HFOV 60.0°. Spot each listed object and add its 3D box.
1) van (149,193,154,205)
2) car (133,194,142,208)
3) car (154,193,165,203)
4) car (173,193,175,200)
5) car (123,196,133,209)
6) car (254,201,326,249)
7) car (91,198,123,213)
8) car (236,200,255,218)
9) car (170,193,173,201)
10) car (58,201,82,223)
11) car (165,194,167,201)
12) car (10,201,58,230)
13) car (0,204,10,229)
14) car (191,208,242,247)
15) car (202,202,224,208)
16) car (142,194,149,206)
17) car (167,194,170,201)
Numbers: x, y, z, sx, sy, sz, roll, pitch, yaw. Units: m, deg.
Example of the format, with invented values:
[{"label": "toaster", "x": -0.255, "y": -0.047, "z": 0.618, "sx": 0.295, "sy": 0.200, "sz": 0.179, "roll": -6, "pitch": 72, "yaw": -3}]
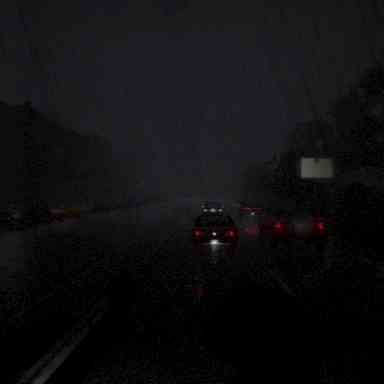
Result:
[{"label": "van", "x": -8.575, "y": 1.314, "z": 59.395, "sx": 1.878, "sy": 1.987, "sz": 4.442, "roll": 0, "pitch": 0, "yaw": 3}, {"label": "car", "x": -9.191, "y": 1.402, "z": 48.510, "sx": 2.185, "sy": 1.767, "sz": 4.553, "roll": 0, "pitch": 0, "yaw": 3}, {"label": "car", "x": -7.938, "y": 1.302, "z": 70.641, "sx": 2.435, "sy": 2.045, "sz": 5.566, "roll": 0, "pitch": 0, "yaw": 3}, {"label": "car", "x": -6.691, "y": 1.454, "z": 92.641, "sx": 2.185, "sy": 1.767, "sz": 4.553, "roll": 0, "pitch": 0, "yaw": 3}, {"label": "car", "x": -9.498, "y": 1.561, "z": 43.090, "sx": 2.002, "sy": 1.452, "sz": 4.674, "roll": 0, "pitch": 0, "yaw": 3}, {"label": "car", "x": 4.240, "y": 1.366, "z": 14.751, "sx": 2.097, "sy": 1.767, "sz": 4.553, "roll": 0, "pitch": 0, "yaw": 3}, {"label": "car", "x": -9.810, "y": 1.515, "z": 37.578, "sx": 2.231, "sy": 1.521, "sz": 4.892, "roll": 0, "pitch": 0, "yaw": 3}, {"label": "car", "x": 5.132, "y": 1.531, "z": 29.783, "sx": 1.837, "sy": 1.490, "sz": 4.892, "roll": 0, "pitch": 0, "yaw": 3}, {"label": "car", "x": -7.004, "y": 1.447, "z": 87.124, "sx": 2.185, "sy": 1.767, "sz": 4.553, "roll": 0, "pitch": 0, "yaw": 3}, {"label": "car", "x": -10.445, "y": 1.498, "z": 26.354, "sx": 1.946, "sy": 1.575, "sz": 5.366, "roll": 0, "pitch": 0, "yaw": 3}, {"label": "car", "x": -7.630, "y": 1.560, "z": 76.065, "sx": 2.097, "sy": 1.535, "sz": 5.008, "roll": 0, "pitch": 0, "yaw": 3}, {"label": "car", "x": -10.748, "y": 1.369, "z": 21.053, "sx": 2.185, "sy": 1.767, "sz": 4.553, "roll": 0, "pitch": 0, "yaw": 3}, {"label": "car", "x": -11.070, "y": 1.485, "z": 15.319, "sx": 1.946, "sy": 1.575, "sz": 5.366, "roll": 0, "pitch": 0, "yaw": 3}, {"label": "car", "x": 1.000, "y": 1.627, "z": 15.005, "sx": 1.895, "sy": 1.301, "sz": 4.718, "roll": 0, "pitch": 0, "yaw": 3}, {"label": "car", "x": 1.888, "y": 1.588, "z": 29.974, "sx": 2.033, "sy": 1.411, "sz": 5.357, "roll": 0, "pitch": 0, "yaw": 3}, {"label": "car", "x": -8.879, "y": 1.408, "z": 54.026, "sx": 2.185, "sy": 1.767, "sz": 4.553, "roll": 0, "pitch": 0, "yaw": 3}, {"label": "car", "x": -7.318, "y": 1.567, "z": 81.582, "sx": 2.231, "sy": 1.521, "sz": 4.892, "roll": 0, "pitch": 0, "yaw": 3}]
